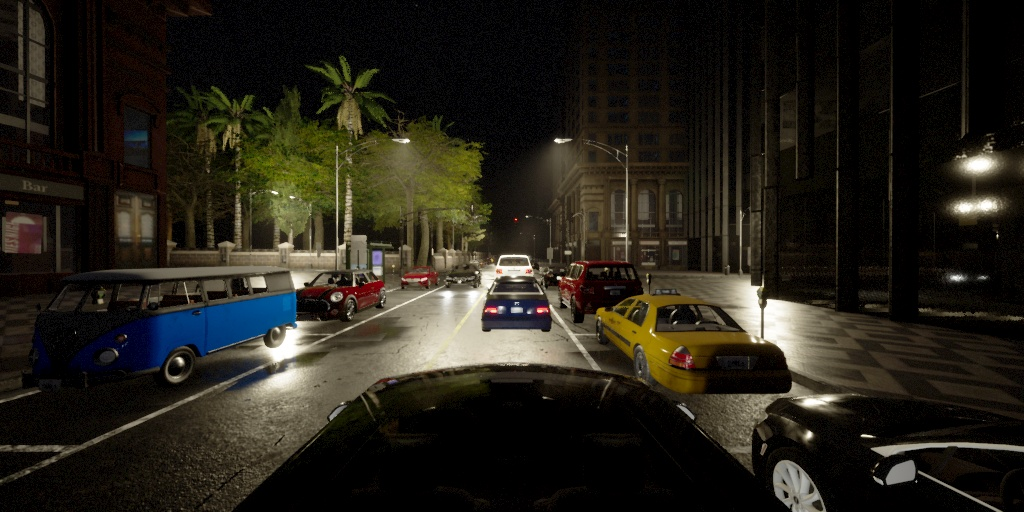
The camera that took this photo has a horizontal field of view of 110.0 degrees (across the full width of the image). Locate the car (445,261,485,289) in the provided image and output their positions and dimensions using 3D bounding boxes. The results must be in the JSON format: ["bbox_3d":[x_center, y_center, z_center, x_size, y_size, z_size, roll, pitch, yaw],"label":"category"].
[{"bbox_3d":[-2.997,1.255,22.975,1.837,1.490,4.892,0,0,0],"label":"car"}]

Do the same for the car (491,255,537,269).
[{"bbox_3d":[0.111,0.968,21.365,2.150,2.045,5.566,0,0,0],"label":"car"}]

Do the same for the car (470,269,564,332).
[{"bbox_3d":[0.108,1.296,10.793,2.033,1.411,5.357,0,0,0],"label":"car"}]

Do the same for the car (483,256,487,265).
[{"bbox_3d":[-5.731,1.160,60.125,1.967,1.591,4.097,0,0,0],"label":"car"}]

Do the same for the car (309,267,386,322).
[{"bbox_3d":[-5.757,1.188,11.993,1.967,1.591,4.097,0,0,0],"label":"car"}]

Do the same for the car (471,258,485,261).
[{"bbox_3d":[-5.734,1.275,54.705,2.007,1.370,4.403,0,0,0],"label":"car"}]

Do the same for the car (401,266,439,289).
[{"bbox_3d":[-5.752,1.327,22.845,1.802,1.307,4.207,0,0,0],"label":"car"}]

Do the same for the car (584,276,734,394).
[{"bbox_3d":[2.765,1.275,6.717,1.751,1.417,4.829,0,0,0],"label":"car"}]

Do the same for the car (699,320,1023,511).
[{"bbox_3d":[2.762,1.300,1.122,2.007,1.370,4.403,0,0,0],"label":"car"}]

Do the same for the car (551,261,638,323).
[{"bbox_3d":[2.768,1.063,11.972,2.192,1.841,5.009,0,0,0],"label":"car"}]

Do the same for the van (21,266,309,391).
[{"bbox_3d":[-5.760,1.090,6.566,1.690,1.789,3.998,0,0,0],"label":"van"}]

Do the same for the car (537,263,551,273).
[{"bbox_3d":[2.774,1.311,22.823,1.948,1.339,4.313,0,0,0],"label":"car"}]
